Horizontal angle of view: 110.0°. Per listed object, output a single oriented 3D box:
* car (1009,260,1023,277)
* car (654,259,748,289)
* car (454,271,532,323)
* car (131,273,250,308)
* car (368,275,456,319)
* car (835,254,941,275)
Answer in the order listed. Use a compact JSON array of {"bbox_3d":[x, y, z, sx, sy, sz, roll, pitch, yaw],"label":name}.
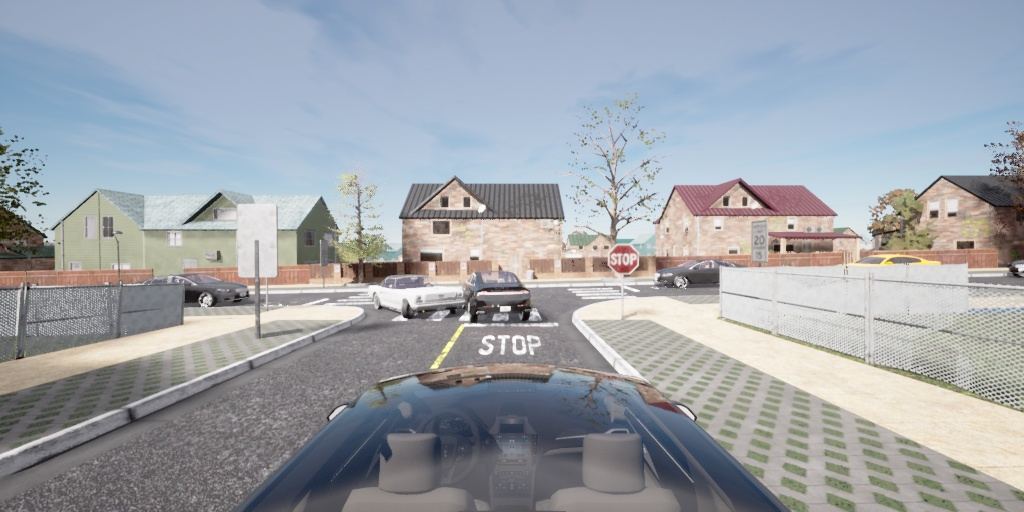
[{"bbox_3d":[30.563,0.451,19.718,4.902,1.511,2.128,-1,1,0],"label":"car"},{"bbox_3d":[10.328,0.925,19.638,4.902,1.511,2.128,-1,1,0],"label":"car"},{"bbox_3d":[-0.688,1.242,12.228,2.128,1.511,4.902,0,0,-12],"label":"car"},{"bbox_3d":[-14.905,1.566,16.581,4.902,1.511,2.128,-1,1,0],"label":"car"},{"bbox_3d":[-3.604,1.367,13.087,1.895,1.301,4.718,0,0,-38],"label":"car"},{"bbox_3d":[20.368,0.676,19.679,5.008,1.535,1.882,-1,1,0],"label":"car"}]
